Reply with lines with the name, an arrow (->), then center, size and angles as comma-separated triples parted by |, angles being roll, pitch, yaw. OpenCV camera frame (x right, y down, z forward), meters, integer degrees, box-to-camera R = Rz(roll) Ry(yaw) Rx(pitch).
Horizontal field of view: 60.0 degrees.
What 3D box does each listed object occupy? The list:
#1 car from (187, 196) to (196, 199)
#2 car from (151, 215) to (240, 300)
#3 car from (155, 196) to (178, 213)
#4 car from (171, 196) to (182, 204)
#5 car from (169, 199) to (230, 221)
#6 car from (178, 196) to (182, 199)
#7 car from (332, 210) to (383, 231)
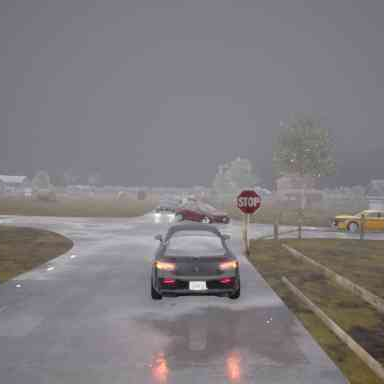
car -> -0.087, 1.550, 71.008 | 1.882, 1.535, 5.008 | 0, 0, 0
car -> 0.030, 1.528, 8.309 | 1.812, 1.442, 4.674 | 0, 0, -2
car -> -2.926, 1.527, 37.179 | 1.837, 1.490, 4.892 | 0, 1, 0
car -> -2.924, 1.540, 65.370 | 1.882, 1.535, 5.008 | 0, 0, 0
car -> 0.664, 1.557, 24.574 | 1.882, 1.535, 5.008 | 1, 1, -38
car -> -2.938, 1.599, 49.619 | 1.994, 1.385, 4.181 | 0, 0, 0
car -> 12.566, 2.030, 23.627 | 5.008, 1.535, 1.882 | 2, 0, -2
